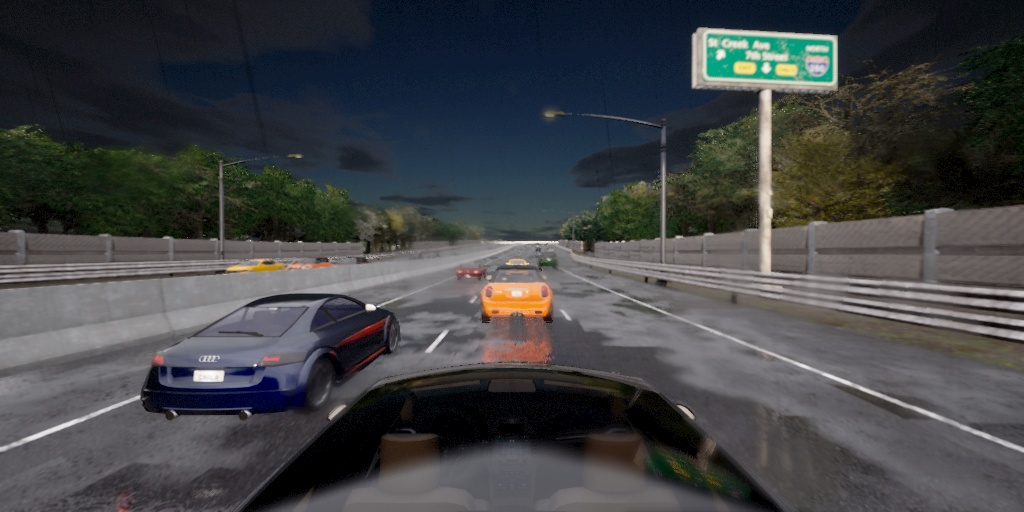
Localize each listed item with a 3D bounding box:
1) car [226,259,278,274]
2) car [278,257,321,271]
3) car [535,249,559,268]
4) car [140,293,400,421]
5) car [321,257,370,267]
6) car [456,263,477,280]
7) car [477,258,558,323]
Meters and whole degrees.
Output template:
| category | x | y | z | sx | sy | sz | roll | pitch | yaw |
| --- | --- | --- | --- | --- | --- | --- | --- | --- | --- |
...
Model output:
| category | x | y | z | sx | sy | sz | roll | pitch | yaw |
| --- | --- | --- | --- | --- | --- | --- | --- | --- | --- |
| car | -20.758 | 1.026 | 29.258 | 1.882 | 1.535 | 5.008 | 0 | 1 | 1 |
| car | -17.222 | 0.886 | 30.648 | 2.097 | 1.767 | 4.553 | 0 | 1 | 2 |
| car | 4.187 | 0.505 | 41.900 | 2.150 | 2.045 | 5.566 | 0 | 1 | 2 |
| car | -3.379 | 1.304 | 6.011 | 1.994 | 1.385 | 4.181 | 0 | 0 | 0 |
| car | -13.726 | 0.889 | 30.446 | 2.097 | 1.767 | 4.553 | 0 | 1 | 2 |
| car | -3.087 | 1.165 | 28.099 | 1.895 | 1.301 | 4.718 | 0 | 1 | 1 |
| car | 0.162 | 1.064 | 12.182 | 2.097 | 1.767 | 4.553 | 0 | 0 | 0 |
